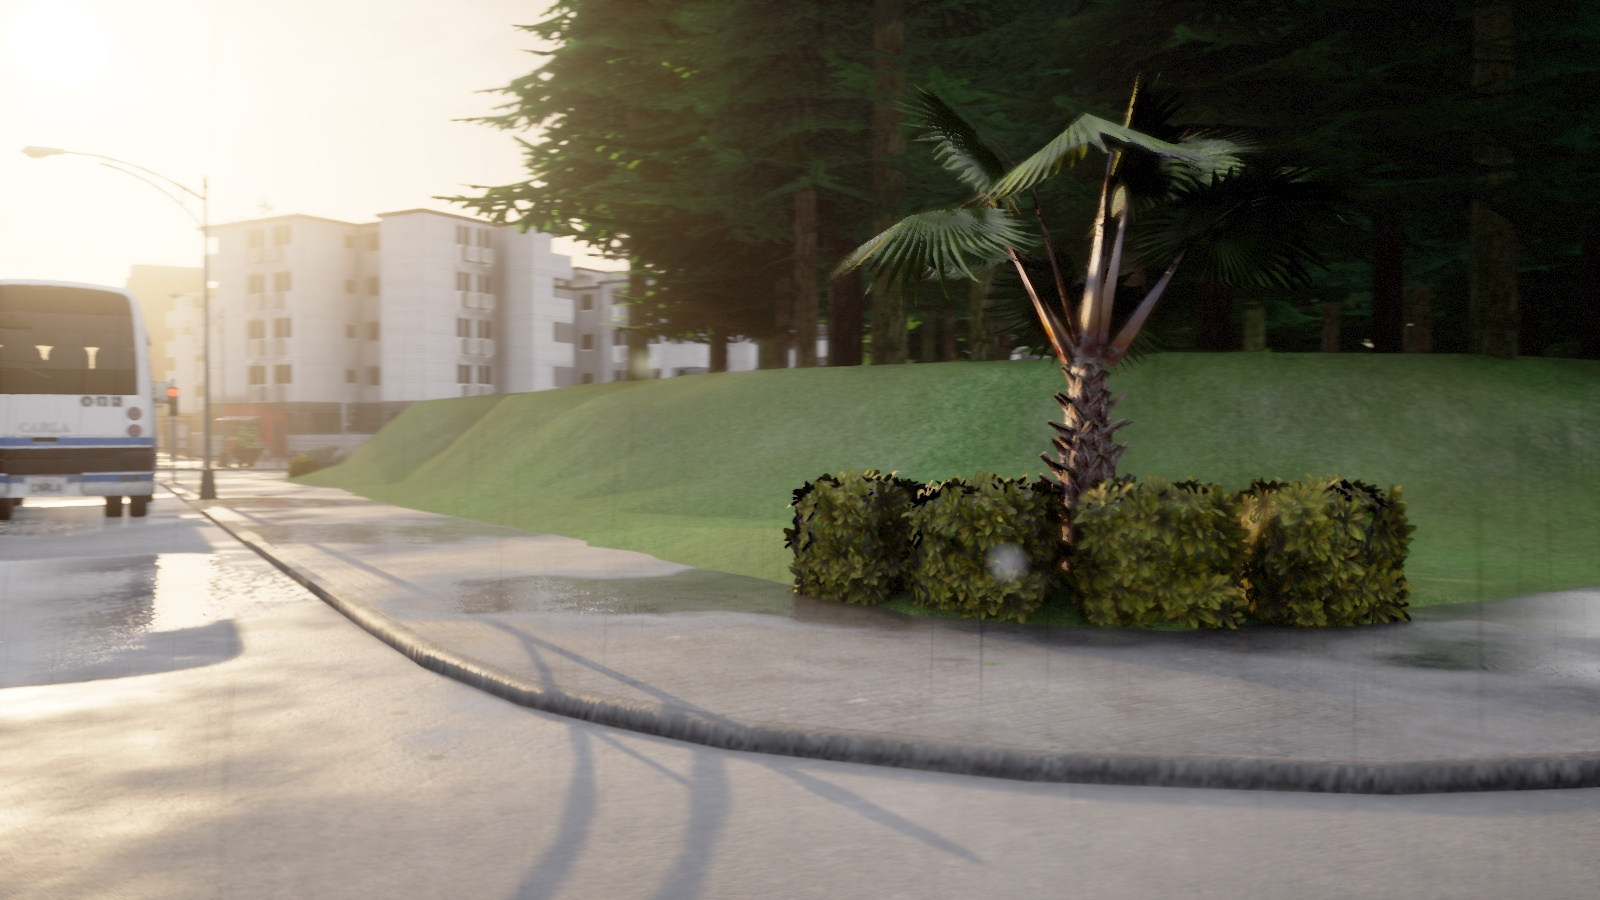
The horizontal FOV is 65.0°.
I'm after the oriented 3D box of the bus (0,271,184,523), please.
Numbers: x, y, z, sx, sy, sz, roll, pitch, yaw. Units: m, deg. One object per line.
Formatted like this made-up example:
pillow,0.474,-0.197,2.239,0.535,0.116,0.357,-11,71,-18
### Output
bus,-15.037,-0.960,26.151,3.944,4.253,10.273,0,1,-26
